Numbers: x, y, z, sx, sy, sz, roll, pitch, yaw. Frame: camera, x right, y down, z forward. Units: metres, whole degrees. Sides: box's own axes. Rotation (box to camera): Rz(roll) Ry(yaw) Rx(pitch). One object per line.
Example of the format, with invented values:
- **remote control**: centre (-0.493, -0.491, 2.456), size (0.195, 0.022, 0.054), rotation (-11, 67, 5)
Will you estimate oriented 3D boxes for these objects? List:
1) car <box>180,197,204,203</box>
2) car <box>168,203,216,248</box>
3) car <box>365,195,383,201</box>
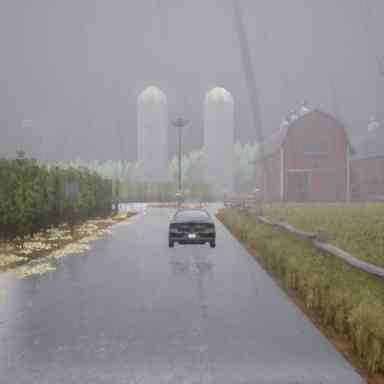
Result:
- **car**: centre (0.000, 1.235, 29.613), size (2.097, 1.767, 4.553), rotation (0, 0, 0)
- **car**: centre (0.000, 1.451, 14.648), size (1.882, 1.535, 5.008), rotation (0, 0, 0)
- **car**: centre (27.904, 1.240, 49.965), size (4.674, 1.442, 1.812), rotation (0, 1, -4)
